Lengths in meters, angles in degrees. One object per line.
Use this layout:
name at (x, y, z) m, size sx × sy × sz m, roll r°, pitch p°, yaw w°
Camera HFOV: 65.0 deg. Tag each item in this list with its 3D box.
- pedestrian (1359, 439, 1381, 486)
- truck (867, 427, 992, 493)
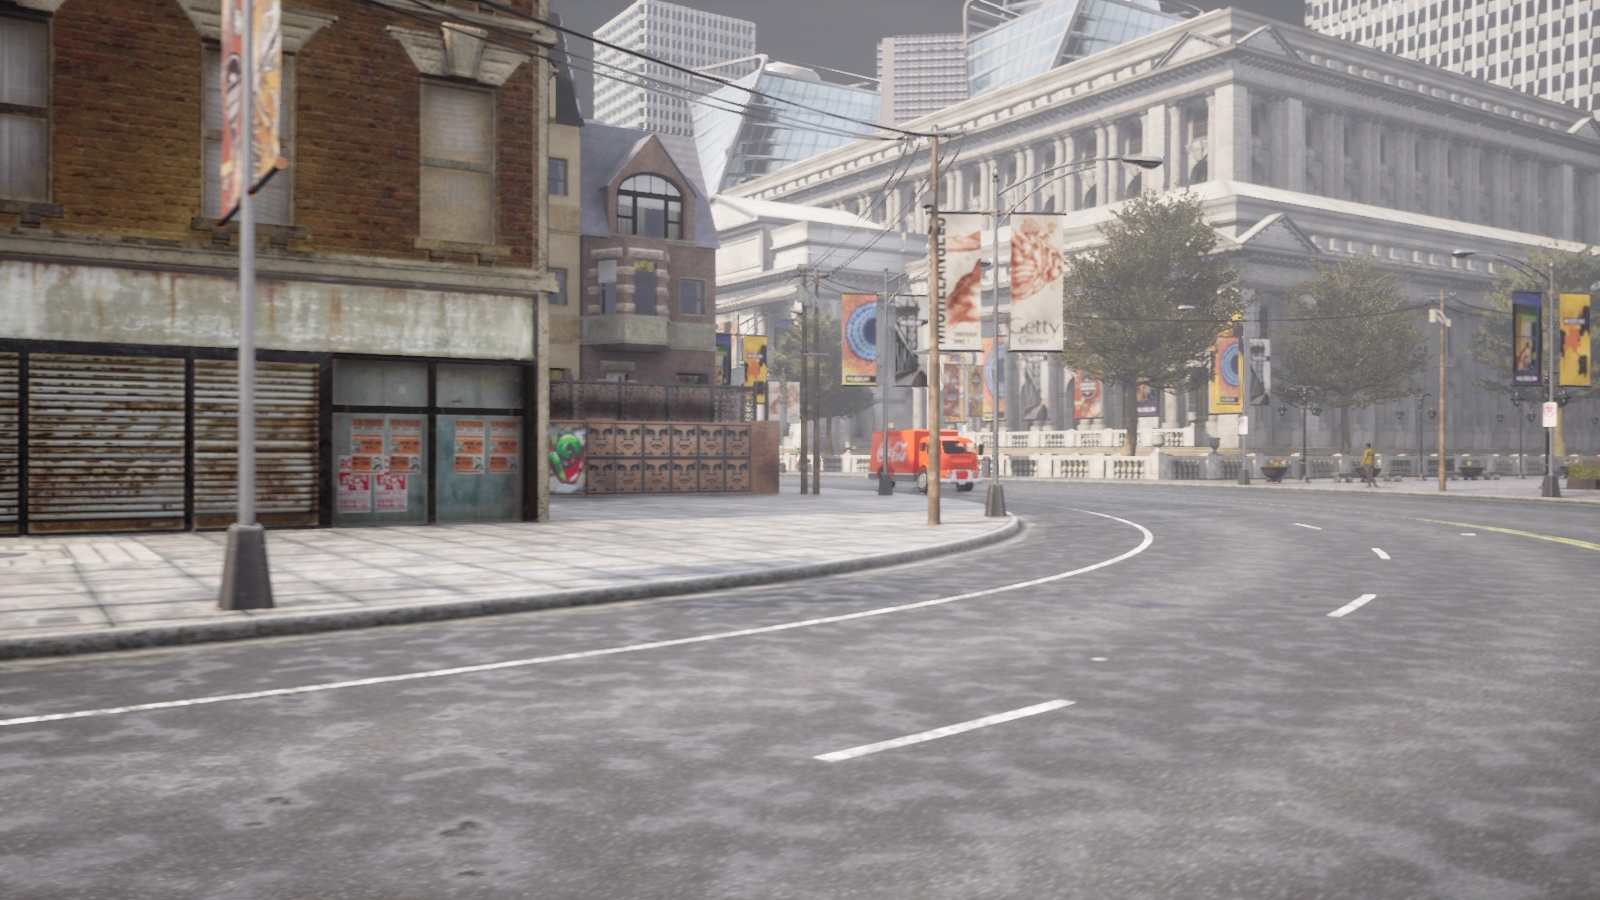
pedestrian at (22.875, 0.498, 50.392) m, size 0.431 × 1.840 × 0.709 m, roll 0°, pitch 0°, yaw -25°
truck at (5.076, 0.400, 50.135) m, size 2.627 × 2.467 × 5.204 m, roll 0°, pitch 0°, yaw -26°
